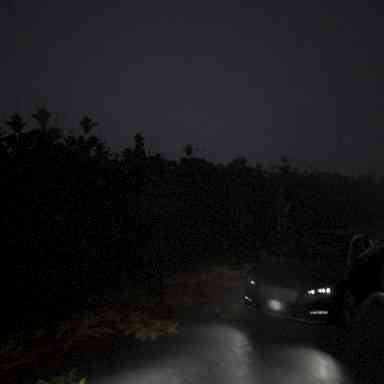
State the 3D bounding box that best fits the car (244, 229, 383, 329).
[{"bbox_3d":[2.981,1.647,7.447,2.128,1.511,4.902,-3,-2,40],"label":"car"}]
